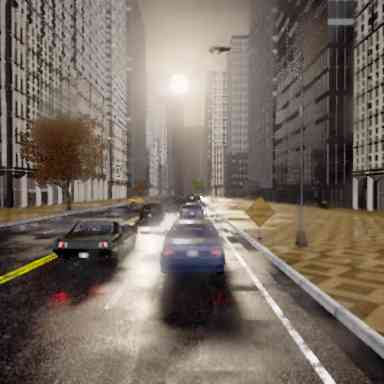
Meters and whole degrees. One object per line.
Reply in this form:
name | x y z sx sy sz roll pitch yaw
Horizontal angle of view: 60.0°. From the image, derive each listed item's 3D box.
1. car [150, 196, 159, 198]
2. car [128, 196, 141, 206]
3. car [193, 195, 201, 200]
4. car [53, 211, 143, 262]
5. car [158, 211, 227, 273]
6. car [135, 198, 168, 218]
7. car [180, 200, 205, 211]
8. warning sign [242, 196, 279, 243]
car | -6.558 1.533 57.920 2.128 1.511 4.902 0 0 0
car | -9.808 1.519 57.902 1.882 1.535 5.008 0 0 0
car | 1.131 1.563 80.075 1.837 1.490 4.892 0 0 0
car | -3.211 1.609 12.162 1.895 1.301 4.718 0 0 0
car | 0.027 1.555 10.644 2.033 1.411 5.357 0 0 0
car | -3.207 1.526 27.795 1.837 1.490 4.892 0 0 0
car | 0.026 1.566 25.605 2.033 1.411 5.357 0 0 1
warning sign | 2.863 1.125 14.051 1.300 1.860 1.060 1 1 0
